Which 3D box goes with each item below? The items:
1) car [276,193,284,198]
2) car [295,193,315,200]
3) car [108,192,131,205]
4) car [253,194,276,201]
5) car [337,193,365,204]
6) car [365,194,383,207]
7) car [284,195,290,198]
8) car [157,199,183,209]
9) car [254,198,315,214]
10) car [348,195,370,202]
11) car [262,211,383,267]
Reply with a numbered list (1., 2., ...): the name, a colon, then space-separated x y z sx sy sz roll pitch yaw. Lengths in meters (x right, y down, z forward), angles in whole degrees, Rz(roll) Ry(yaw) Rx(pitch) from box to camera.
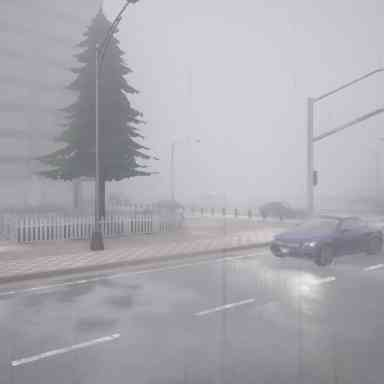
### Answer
1. car: 19.361 1.364 79.842 1.784 1.438 3.905 0 0 -36
2. car: 21.103 1.395 62.520 1.970 1.475 3.806 0 0 -36
3. car: -12.641 1.031 57.667 2.150 2.045 5.566 0 0 -36
4. car: 17.006 1.395 78.158 1.970 1.475 3.806 0 0 -36
5. car: 34.792 1.153 72.427 1.932 1.855 4.605 0 0 -36
6. car: 26.683 1.153 45.101 1.932 1.855 4.605 0 0 -36
7. car: 21.513 1.153 81.445 1.932 1.855 4.605 0 0 -36
8. car: -2.924 1.564 44.031 1.994 1.385 4.181 0 0 -36
9. car: 7.904 1.526 29.040 1.812 1.442 4.674 0 0 -34
10. car: 37.185 1.364 74.060 1.784 1.438 3.905 0 0 -36
11. car: 4.784 1.526 11.515 4.674 1.442 1.812 0 0 -34
